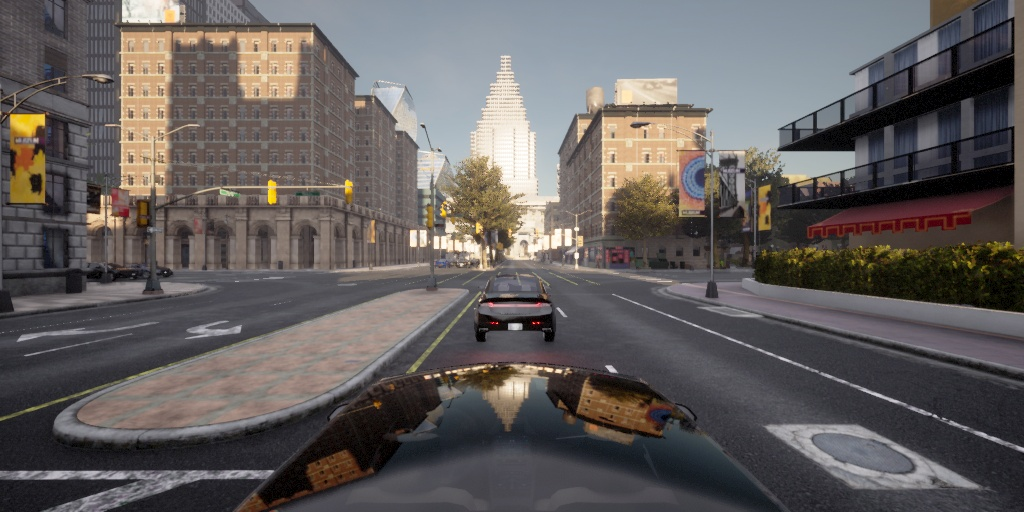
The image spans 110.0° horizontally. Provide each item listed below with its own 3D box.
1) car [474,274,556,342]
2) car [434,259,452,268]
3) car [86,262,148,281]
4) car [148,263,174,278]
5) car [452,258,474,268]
[{"bbox_3d":[0.080,1.242,9.796,2.128,1.511,4.902,0,0,0],"label":"car"},{"bbox_3d":[-11.550,1.227,60.028,1.882,1.535,5.008,0,0,0],"label":"car"},{"bbox_3d":[-33.346,1.228,29.219,5.008,1.535,1.882,0,0,0],"label":"car"},{"bbox_3d":[-33.633,1.314,32.712,4.181,1.385,1.994,0,0,-1],"label":"car"},{"bbox_3d":[-8.053,1.241,59.613,2.128,1.511,4.902,0,0,0],"label":"car"}]
